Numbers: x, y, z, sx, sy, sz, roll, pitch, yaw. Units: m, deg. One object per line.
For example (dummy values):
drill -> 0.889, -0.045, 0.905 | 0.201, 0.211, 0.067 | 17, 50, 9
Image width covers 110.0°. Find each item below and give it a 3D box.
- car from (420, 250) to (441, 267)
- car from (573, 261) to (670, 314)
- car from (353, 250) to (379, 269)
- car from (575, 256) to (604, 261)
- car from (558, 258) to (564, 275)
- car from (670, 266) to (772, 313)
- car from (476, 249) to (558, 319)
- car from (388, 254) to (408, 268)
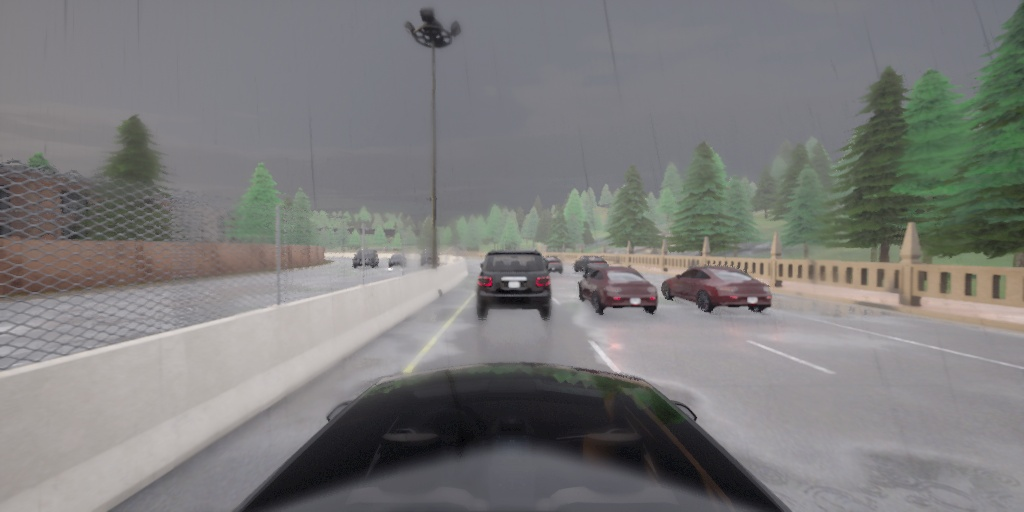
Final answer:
car -> -9.931, 0.238, 43.622 | 2.150, 2.045, 5.566 | 0, 1, -14
car -> 3.574, 1.084, 12.661 | 1.812, 1.442, 4.674 | 0, 1, 0
car -> -16.391, 0.292, 40.526 | 2.150, 2.045, 5.566 | 0, 1, -13
car -> 6.527, 0.745, 30.133 | 2.128, 1.511, 4.902 | 0, 1, -5
car -> 3.028, 0.745, 30.138 | 2.128, 1.511, 4.902 | 0, 1, -5
car -> 7.074, 1.081, 12.831 | 1.812, 1.442, 4.674 | 0, 1, 0
car -> 0.072, 0.791, 12.036 | 2.150, 2.045, 5.566 | 0, 1, 0
car -> -12.883, 0.575, 40.704 | 1.837, 1.490, 4.892 | 0, 1, -13
